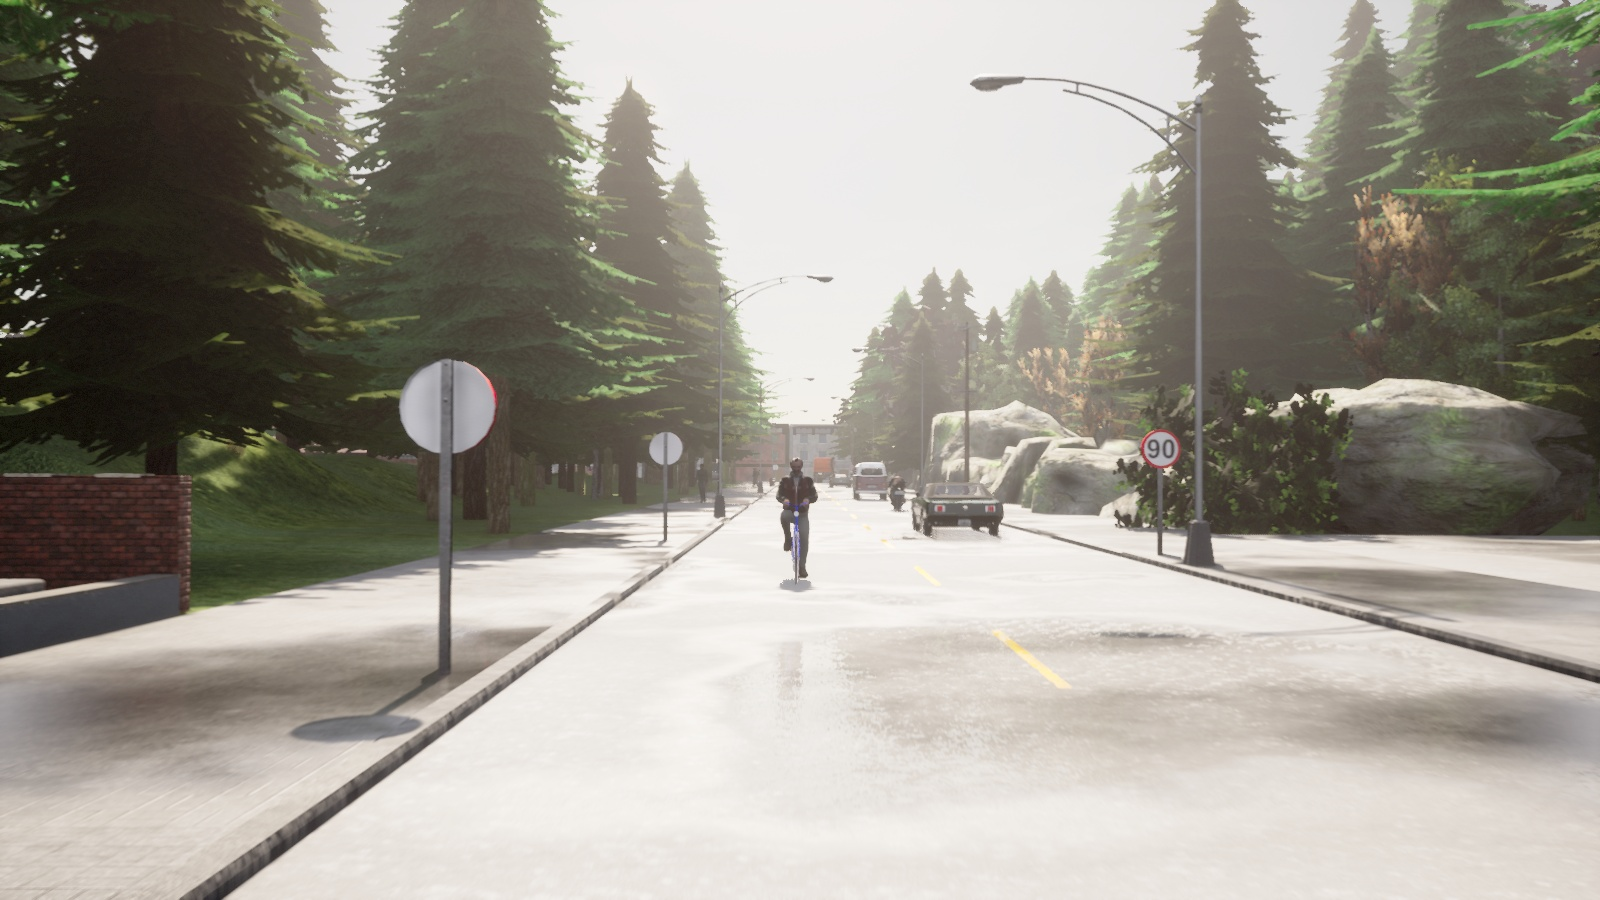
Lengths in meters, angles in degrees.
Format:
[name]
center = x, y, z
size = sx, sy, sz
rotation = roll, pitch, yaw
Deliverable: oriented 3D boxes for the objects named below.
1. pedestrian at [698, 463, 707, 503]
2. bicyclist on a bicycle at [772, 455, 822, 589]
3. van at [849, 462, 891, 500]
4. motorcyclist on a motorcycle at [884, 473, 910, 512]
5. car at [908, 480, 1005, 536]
[pedestrian]
center = -4.469, 1.508, 57.711
size = 0.353, 1.847, 0.614
rotation = 0, -1, 0
[bicyclist on a bicycle]
center = -0.045, 0.980, 17.630
size = 0.659, 1.776, 1.843
rotation = 0, -1, 0
[van]
center = 3.876, 1.696, 70.009
size = 2.069, 2.038, 4.480
rotation = 0, -1, 0
[motorcyclist on a motorcycle]
center = 3.899, 1.679, 50.494
size = 0.866, 1.530, 2.191
rotation = 0, -1, 0
[car]
center = 3.921, 1.439, 32.271
size = 1.895, 1.301, 4.718
rotation = 0, -1, 0
